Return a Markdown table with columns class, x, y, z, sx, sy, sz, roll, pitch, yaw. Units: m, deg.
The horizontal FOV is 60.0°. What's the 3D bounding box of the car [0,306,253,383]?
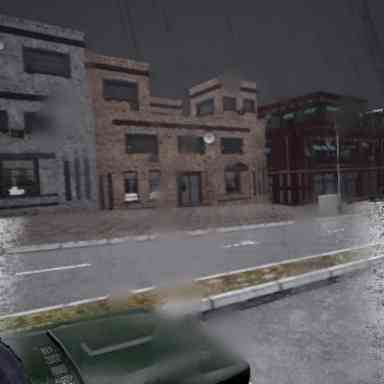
| class | x | y | z | sx | sy | sz | roll | pitch | yaw |
| --- | --- | --- | --- | --- | --- | --- | --- | --- | --- |
| car | -1.769 | 1.601 | 2.177 | 4.718 | 1.301 | 1.895 | 0 | 0 | -36 |
